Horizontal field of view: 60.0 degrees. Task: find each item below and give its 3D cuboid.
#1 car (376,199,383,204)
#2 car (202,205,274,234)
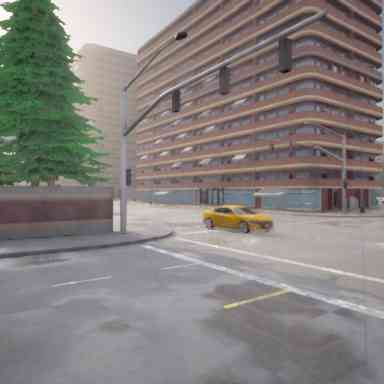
[{"bbox_3d":[31.821,1.477,61.049,1.882,1.535,5.008,0,0,-11],"label":"car"},{"bbox_3d":[2.596,1.540,19.792,1.882,1.535,5.008,0,0,-35],"label":"car"}]
